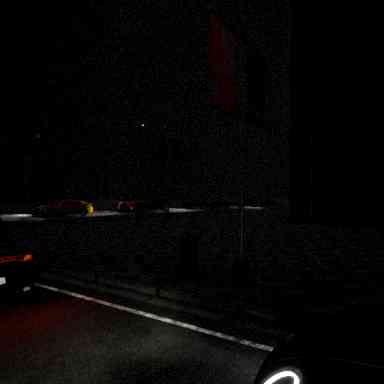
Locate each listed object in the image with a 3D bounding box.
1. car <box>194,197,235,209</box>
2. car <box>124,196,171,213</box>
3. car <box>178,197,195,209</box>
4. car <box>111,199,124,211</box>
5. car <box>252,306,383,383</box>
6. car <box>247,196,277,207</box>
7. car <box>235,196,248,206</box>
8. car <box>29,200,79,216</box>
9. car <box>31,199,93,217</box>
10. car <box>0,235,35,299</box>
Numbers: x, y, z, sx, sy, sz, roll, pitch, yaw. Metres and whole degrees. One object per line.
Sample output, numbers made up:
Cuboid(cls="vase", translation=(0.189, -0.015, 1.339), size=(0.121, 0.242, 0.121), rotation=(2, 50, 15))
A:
Cuboid(cls="car", translation=(3.026, 1.555, 43.373), size=(4.718, 1.301, 1.895), rotation=(0, 0, -41))
Cuboid(cls="car", translation=(-4.524, 1.436, 36.698), size=(4.902, 1.511, 2.128), rotation=(0, 0, -42))
Cuboid(cls="car", translation=(0.257, 1.465, 45.260), size=(4.674, 1.442, 1.812), rotation=(0, 0, -42))
Cuboid(cls="car", translation=(-7.107, 1.283, 38.750), size=(4.553, 1.767, 2.097), rotation=(0, 0, -42))
Cuboid(cls="car", translation=(2.556, 1.352, 1.827), size=(4.553, 1.767, 2.097), rotation=(0, 0, 35))
Cuboid(cls="car", translation=(10.984, 1.494, 50.352), size=(4.674, 1.442, 1.812), rotation=(0, 0, -40))
Cuboid(cls="car", translation=(8.422, 1.446, 52.429), size=(4.902, 1.511, 2.128), rotation=(0, 0, -41))
Cuboid(cls="car", translation=(-13.628, 1.490, 32.984), size=(4.181, 1.385, 1.994), rotation=(0, 0, -42))
Cuboid(cls="car", translation=(-11.639, 1.417, 30.398), size=(5.008, 1.535, 1.882), rotation=(0, 0, -43))
Cuboid(cls="car", translation=(-5.572, 1.476, 7.386), size=(5.008, 1.535, 1.882), rotation=(0, 0, 33))
